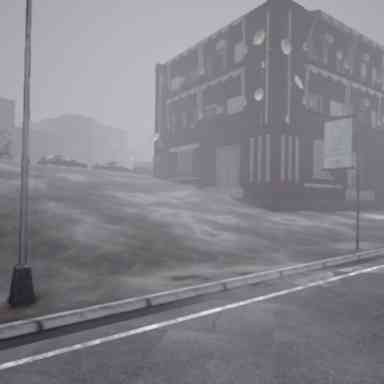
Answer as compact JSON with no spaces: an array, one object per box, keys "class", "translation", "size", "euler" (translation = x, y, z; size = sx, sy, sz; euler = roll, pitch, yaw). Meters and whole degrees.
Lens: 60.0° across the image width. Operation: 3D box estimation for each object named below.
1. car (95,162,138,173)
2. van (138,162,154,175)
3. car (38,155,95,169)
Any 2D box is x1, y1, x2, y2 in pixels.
[{"class":"car","translation":[-8.528,-2.469,35.755],"size":[2.002,1.452,4.674],"euler":[0,-2,40]},{"class":"van","translation":[-4.943,-2.490,40.158],"size":[1.878,1.987,4.442],"euler":[0,-2,39]},{"class":"car","translation":[-12.086,-2.685,31.511],"size":[2.002,1.452,4.674],"euler":[0,-2,41]}]
